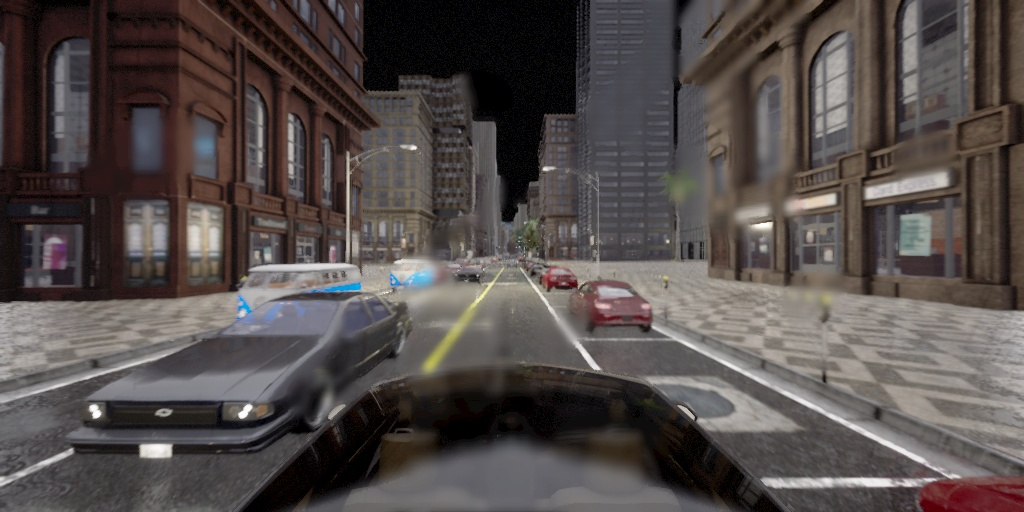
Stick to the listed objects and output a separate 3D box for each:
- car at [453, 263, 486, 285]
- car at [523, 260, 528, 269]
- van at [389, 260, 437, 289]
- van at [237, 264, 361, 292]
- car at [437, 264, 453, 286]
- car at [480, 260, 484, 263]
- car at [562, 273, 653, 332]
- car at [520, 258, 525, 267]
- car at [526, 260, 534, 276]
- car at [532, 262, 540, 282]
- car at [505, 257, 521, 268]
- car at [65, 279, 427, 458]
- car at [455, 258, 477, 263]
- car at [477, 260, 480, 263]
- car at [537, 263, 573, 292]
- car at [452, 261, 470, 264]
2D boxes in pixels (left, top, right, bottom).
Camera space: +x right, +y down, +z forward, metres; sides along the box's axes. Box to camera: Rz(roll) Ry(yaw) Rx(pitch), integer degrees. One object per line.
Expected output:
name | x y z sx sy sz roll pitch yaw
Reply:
car | -3.056 1.413 26.744 1.895 1.301 4.718 0 0 0
car | 2.763 1.437 48.441 1.802 1.307 4.207 0 0 0
van | -5.762 1.137 20.779 1.690 1.789 3.998 0 0 0
van | -5.762 1.111 10.177 1.690 1.789 3.998 0 0 0
car | -5.762 1.392 26.079 1.802 1.307 4.207 0 0 0
car | -7.491 1.246 60.696 4.403 1.370 2.007 0 0 -9
car | 2.763 1.354 10.643 1.802 1.307 4.207 0 0 0
car | 2.763 1.425 59.244 1.948 1.339 4.313 0 0 0
car | 2.763 1.404 37.641 1.948 1.339 4.313 0 0 0
car | 2.763 1.378 26.841 1.948 1.339 4.313 0 0 0
car | 0.000 1.349 63.230 2.128 1.511 4.902 0 0 0
car | -3.090 1.306 5.778 2.033 1.411 5.357 0 0 0
car | -5.763 1.161 41.982 2.192 1.841 5.009 0 0 0
car | -5.762 1.293 47.285 1.967 1.591 4.097 0 0 0
car | 2.763 1.344 21.442 1.888 1.381 4.507 0 0 0
car | -5.762 1.417 36.681 1.802 1.307 4.207 0 0 0
